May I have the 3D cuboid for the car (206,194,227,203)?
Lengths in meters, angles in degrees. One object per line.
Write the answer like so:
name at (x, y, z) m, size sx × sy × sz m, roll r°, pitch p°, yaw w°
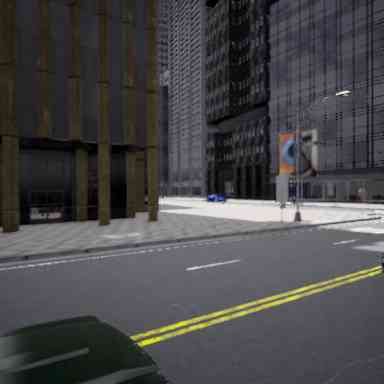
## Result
car at (4.119, 1.139, 56.311) m, size 1.882 × 1.535 × 5.008 m, roll -1°, pitch 0°, yaw -25°

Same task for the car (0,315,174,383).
car at (-2.363, 1.608, 1.877) m, size 4.718 × 1.301 × 1.895 m, roll -1°, pitch 0°, yaw -36°

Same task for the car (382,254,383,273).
car at (6.566, 1.347, 8.247) m, size 4.856 × 1.649 × 2.033 m, roll -1°, pitch 0°, yaw -36°
